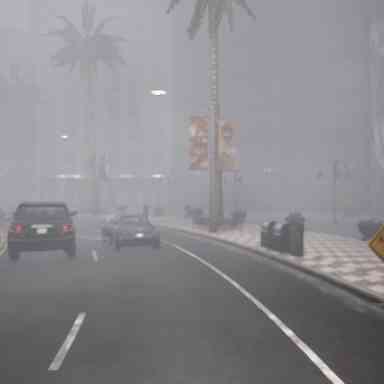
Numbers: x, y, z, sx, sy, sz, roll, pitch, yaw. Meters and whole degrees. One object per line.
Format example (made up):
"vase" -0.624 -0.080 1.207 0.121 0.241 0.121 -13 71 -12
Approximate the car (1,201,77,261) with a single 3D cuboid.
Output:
"car" -5.826 1.359 13.251 2.150 2.045 5.566 0 0 -21

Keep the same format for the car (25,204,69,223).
"car" -12.947 1.823 29.615 4.674 1.442 1.812 0 -1 42

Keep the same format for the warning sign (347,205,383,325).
"warning sign" 3.619 1.175 5.774 1.300 1.860 1.060 0 -1 -7

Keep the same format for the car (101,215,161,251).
"car" -2.887 1.718 15.191 1.994 1.385 4.181 0 -1 -23
